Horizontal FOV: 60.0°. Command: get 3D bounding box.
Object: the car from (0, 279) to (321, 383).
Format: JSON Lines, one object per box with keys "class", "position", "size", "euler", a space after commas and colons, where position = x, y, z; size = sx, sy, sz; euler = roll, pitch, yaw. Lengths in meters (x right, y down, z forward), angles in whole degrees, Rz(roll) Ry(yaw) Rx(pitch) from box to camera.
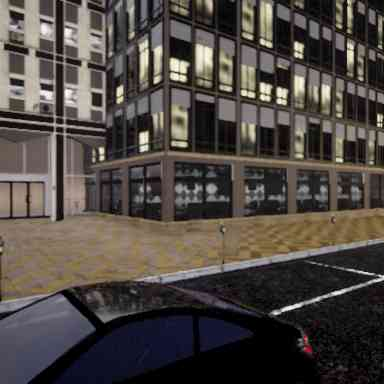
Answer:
{"class": "car", "position": [-0.831, 1.564, 2.774], "size": [4.181, 1.385, 1.994], "euler": [0, 0, -35]}
